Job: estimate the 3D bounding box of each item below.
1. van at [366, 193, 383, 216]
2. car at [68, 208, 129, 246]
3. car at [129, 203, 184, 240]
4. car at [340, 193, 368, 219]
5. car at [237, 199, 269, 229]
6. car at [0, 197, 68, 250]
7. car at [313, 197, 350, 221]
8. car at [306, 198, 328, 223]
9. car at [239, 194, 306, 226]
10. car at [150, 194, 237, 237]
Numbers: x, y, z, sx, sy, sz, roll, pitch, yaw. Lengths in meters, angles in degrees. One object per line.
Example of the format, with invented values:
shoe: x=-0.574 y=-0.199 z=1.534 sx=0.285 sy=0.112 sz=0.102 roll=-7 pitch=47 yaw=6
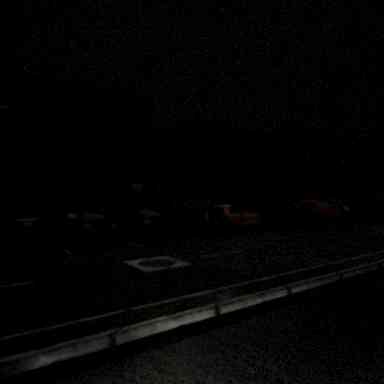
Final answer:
van: x=15.452 y=1.071 z=29.510 sx=1.878 sy=1.987 sz=4.442 roll=0 pitch=0 yaw=-35
car: x=-4.887 y=1.479 z=15.166 sx=2.002 sy=1.452 sz=4.674 roll=0 pitch=0 yaw=-35
car: x=-2.676 y=1.462 z=16.741 sx=2.002 sy=1.452 sz=4.674 roll=0 pitch=0 yaw=-35
car: x=10.939 y=1.205 z=26.478 sx=2.185 sy=1.767 sz=4.553 roll=0 pitch=0 yaw=-35
car: x=1.795 y=1.386 z=20.156 sx=1.946 sy=1.575 sz=5.366 roll=0 pitch=0 yaw=-35
car: x=-7.170 y=1.206 z=13.579 sx=2.435 sy=2.045 sz=5.566 roll=0 pitch=0 yaw=-35
car: x=8.595 y=1.346 z=24.764 sx=2.097 sy=1.535 sz=5.008 roll=0 pitch=0 yaw=-35
car: x=6.426 y=1.361 z=23.234 sx=2.231 sy=1.521 sz=4.892 roll=0 pitch=0 yaw=-35
car: x=4.149 y=1.123 z=21.640 sx=2.435 sy=2.045 sz=5.566 roll=0 pitch=0 yaw=-35
car: x=-0.448 y=1.155 z=18.296 sx=2.435 sy=2.045 sz=5.566 roll=0 pitch=0 yaw=-35
